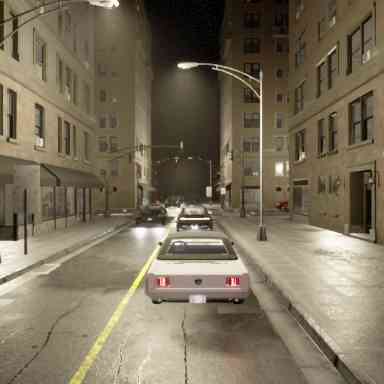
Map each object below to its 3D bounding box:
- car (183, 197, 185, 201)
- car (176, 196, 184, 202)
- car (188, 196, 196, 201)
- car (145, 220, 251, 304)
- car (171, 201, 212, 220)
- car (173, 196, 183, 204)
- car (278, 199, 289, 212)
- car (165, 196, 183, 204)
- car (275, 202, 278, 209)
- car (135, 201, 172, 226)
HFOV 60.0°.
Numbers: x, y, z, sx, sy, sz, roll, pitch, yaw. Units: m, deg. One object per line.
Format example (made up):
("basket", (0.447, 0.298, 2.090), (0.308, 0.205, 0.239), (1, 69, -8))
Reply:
("car", (-2.819, 1.552, 58.190), (2.128, 1.511, 4.902), (0, 0, 0))
("car", (-2.734, 1.616, 77.946), (1.812, 1.442, 4.674), (0, 0, 0))
("car", (0.016, 1.627, 80.240), (2.128, 1.511, 4.902), (0, 0, 0))
("car", (0.106, 1.602, 8.074), (1.895, 1.301, 4.718), (0, 0, 0))
("car", (0.109, 1.499, 18.295), (2.128, 1.511, 4.902), (0, 0, -1))
("car", (-2.755, 1.582, 67.658), (1.837, 1.490, 4.892), (0, 0, 1))
("car", (12.243, 1.532, 35.999), (4.892, 1.490, 1.837), (0, 0, 0))
("car", (-2.834, 1.398, 48.979), (2.097, 1.767, 4.553), (0, 0, 0))
("car", (12.274, 1.353, 38.536), (5.009, 1.841, 2.192), (0, 0, 0))
("car", (-2.746, 1.579, 23.490), (1.994, 1.385, 4.181), (0, 0, 0))
